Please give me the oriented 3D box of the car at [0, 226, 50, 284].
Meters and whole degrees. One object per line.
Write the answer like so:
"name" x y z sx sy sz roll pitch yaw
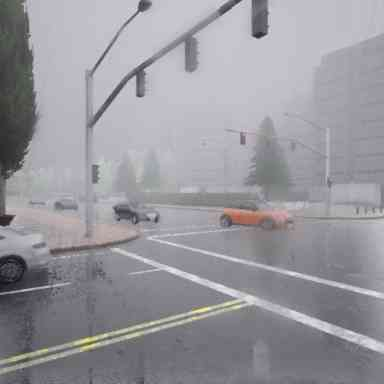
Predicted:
"car" -5.978 1.526 8.072 4.674 1.442 1.812 0 0 -34

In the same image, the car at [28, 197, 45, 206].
"car" -25.077 1.528 53.711 1.812 1.442 4.674 0 0 -36

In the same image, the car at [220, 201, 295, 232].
"car" 3.932 1.349 20.267 4.553 1.767 2.097 0 0 45

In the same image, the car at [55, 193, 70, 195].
"car" -20.619 1.222 53.454 2.150 2.045 5.566 0 0 -35

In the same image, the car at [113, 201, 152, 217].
"car" -5.985 1.599 32.938 1.895 1.301 4.718 0 0 -36

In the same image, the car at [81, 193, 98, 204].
"car" -20.404 1.218 65.377 2.150 2.045 5.566 0 0 -36

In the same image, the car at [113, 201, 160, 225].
"car" -4.110 1.488 24.343 2.128 1.511 4.902 0 0 -36

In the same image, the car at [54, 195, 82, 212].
"car" -15.014 1.503 39.526 1.837 1.490 4.892 0 0 -36
